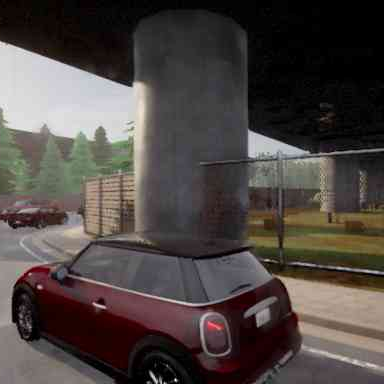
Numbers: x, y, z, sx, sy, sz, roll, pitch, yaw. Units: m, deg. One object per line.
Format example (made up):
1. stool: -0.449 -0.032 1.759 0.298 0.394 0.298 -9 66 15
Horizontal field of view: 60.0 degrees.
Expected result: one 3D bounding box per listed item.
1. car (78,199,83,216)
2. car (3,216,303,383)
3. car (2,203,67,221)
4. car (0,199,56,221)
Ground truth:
1. car: -9.104 1.635 34.384 2.150 2.045 5.566 -1 0 33
2. car: -0.846 1.407 4.994 4.553 1.767 2.097 -1 -1 40
3. car: -10.830 1.806 23.859 1.882 1.535 5.008 -2 -1 8
4. car: -15.280 1.662 31.233 2.150 2.045 5.566 -1 -1 29
